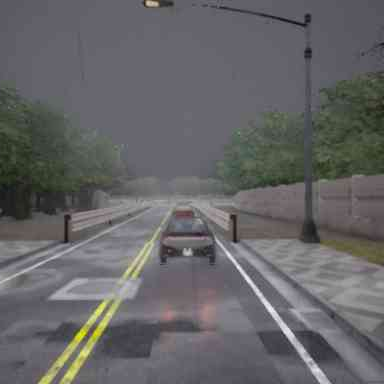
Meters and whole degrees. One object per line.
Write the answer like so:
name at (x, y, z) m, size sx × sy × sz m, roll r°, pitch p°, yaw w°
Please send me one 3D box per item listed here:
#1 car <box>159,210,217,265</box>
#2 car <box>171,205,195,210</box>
car at (-0.174, 1.639, 12.316) m, size 2.128 × 1.511 × 4.902 m, roll 0°, pitch -1°, yaw -1°
car at (-0.751, 1.818, 28.545) m, size 1.882 × 1.535 × 5.008 m, roll 0°, pitch 0°, yaw -2°
